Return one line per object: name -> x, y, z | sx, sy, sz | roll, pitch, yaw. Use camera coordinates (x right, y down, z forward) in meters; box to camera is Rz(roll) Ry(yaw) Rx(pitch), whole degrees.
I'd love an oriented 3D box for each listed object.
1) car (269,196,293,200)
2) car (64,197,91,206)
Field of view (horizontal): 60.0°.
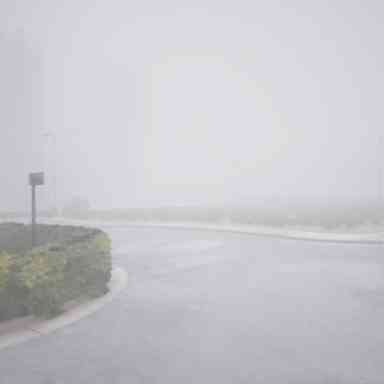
car -> 14.328, 1.362, 55.573 | 2.033, 1.411, 5.357 | 0, 0, -35
car -> -13.276, 1.432, 38.388 | 2.242, 1.667, 4.611 | 0, 0, -36
